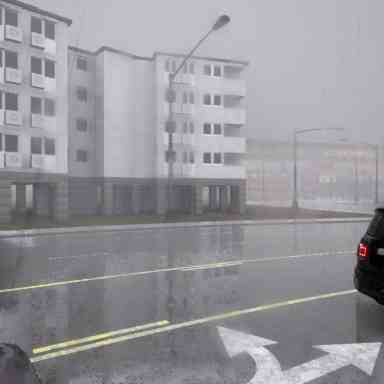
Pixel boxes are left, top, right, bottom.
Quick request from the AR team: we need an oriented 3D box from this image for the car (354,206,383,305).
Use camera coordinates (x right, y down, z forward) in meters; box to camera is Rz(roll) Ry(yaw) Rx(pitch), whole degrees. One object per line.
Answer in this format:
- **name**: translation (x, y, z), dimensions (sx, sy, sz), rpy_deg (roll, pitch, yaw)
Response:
- **car**: translation (5.671, 1.221, 6.277), dimensions (5.566, 2.045, 2.150), rpy_deg (0, 0, -23)

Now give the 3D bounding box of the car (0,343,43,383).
- **car**: translation (-3.341, 1.547, 1.221), dimensions (5.357, 1.411, 2.033), rpy_deg (0, 0, -37)
